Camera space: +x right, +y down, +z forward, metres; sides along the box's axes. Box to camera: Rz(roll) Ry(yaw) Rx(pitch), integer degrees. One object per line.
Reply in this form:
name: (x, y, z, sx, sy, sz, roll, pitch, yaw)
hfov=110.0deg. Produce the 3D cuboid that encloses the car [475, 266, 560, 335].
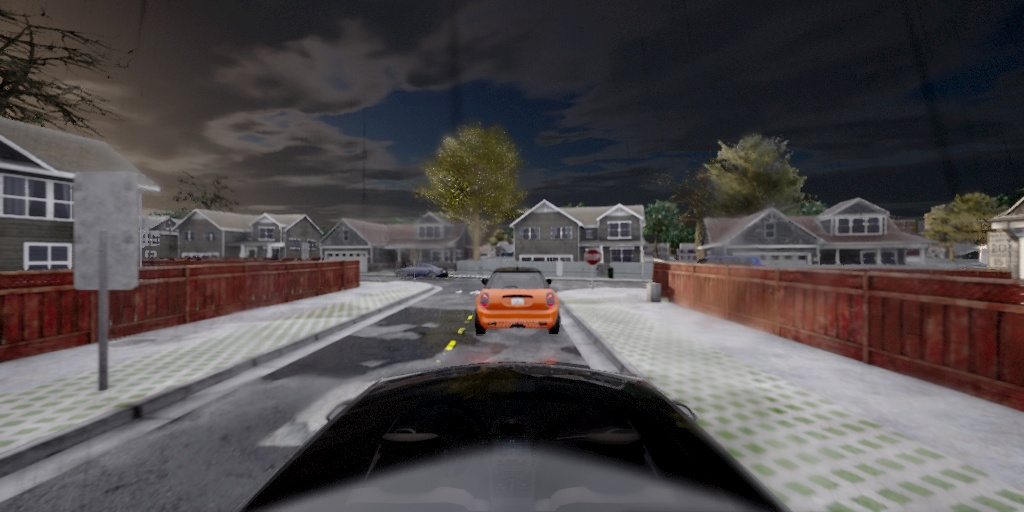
car: (0.139, 1.079, 10.578, 2.097, 1.767, 4.553, 0, 0, 0)

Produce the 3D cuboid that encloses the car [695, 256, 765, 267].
car: (13.292, 0.997, 23.457, 5.566, 2.045, 2.150, 0, 0, 18)

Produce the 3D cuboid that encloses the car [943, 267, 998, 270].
car: (24.450, 1.351, 19.577, 4.892, 1.490, 1.837, 0, 0, 20)

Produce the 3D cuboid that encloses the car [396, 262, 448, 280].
car: (-7.402, 1.207, 29.560, 4.181, 1.385, 1.994, 0, 0, 16)
